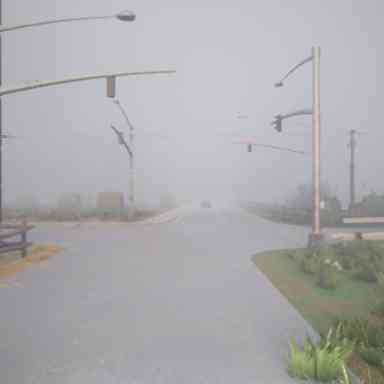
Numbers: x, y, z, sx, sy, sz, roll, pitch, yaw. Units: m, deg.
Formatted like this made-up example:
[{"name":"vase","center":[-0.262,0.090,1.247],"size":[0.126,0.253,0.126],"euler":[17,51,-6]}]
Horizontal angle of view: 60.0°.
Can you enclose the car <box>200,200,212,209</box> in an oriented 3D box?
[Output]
[{"name":"car","center":[2.398,2.080,57.131],"size":[1.882,1.535,5.008],"euler":[0,-1,3]}]
